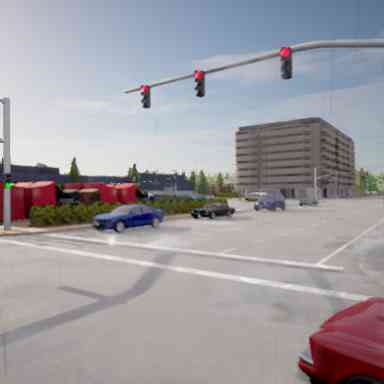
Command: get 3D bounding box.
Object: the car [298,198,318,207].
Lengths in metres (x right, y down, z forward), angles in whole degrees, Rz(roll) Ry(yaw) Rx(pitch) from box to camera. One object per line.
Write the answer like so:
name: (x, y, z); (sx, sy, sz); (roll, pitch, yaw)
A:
car: (18.336, 1.616, 52.166); (2.033, 1.411, 5.357); (-1, 0, 35)

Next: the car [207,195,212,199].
car: (3.191, 1.655, 68.523); (3.806, 1.475, 1.970); (-1, 0, 35)

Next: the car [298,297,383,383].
car: (3.263, 1.588, 2.326); (1.895, 1.301, 4.718); (0, 0, -44)

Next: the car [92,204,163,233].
car: (-3.886, 1.551, 20.691); (1.882, 1.535, 5.008); (-1, 0, 35)

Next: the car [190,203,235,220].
car: (1.837, 1.656, 28.832); (1.895, 1.301, 4.718); (-1, 0, 35)

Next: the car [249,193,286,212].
car: (9.316, 1.255, 39.483); (2.150, 2.045, 5.566); (-1, 0, 35)

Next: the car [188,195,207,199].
car: (-0.007, 1.422, 63.952); (4.605, 1.855, 1.932); (-1, 0, 35)
